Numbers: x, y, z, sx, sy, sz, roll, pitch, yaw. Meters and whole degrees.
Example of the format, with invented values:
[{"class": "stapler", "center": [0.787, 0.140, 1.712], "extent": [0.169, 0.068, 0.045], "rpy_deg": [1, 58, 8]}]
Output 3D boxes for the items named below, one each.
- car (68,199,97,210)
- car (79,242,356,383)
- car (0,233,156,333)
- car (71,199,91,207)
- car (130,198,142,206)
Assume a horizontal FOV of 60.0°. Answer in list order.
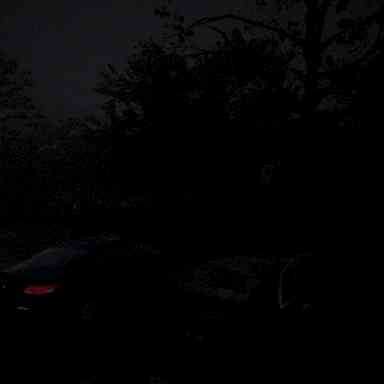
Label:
[{"class": "car", "center": [-17.124, 1.921, 52.103], "extent": [2.097, 1.767, 4.553], "rpy_deg": [-4, -1, 35]}, {"class": "car", "center": [1.120, 1.501, 5.009], "extent": [2.231, 1.521, 4.892], "rpy_deg": [-1, 0, 35]}, {"class": "car", "center": [-1.545, 1.574, 6.913], "extent": [2.002, 1.452, 4.674], "rpy_deg": [-1, 0, 36]}, {"class": "car", "center": [-26.046, 2.595, 77.989], "extent": [5.008, 1.535, 1.882], "rpy_deg": [-3, -2, 34]}, {"class": "car", "center": [-10.247, 1.793, 61.119], "extent": [1.882, 1.535, 5.008], "rpy_deg": [-2, 0, -2]}]
